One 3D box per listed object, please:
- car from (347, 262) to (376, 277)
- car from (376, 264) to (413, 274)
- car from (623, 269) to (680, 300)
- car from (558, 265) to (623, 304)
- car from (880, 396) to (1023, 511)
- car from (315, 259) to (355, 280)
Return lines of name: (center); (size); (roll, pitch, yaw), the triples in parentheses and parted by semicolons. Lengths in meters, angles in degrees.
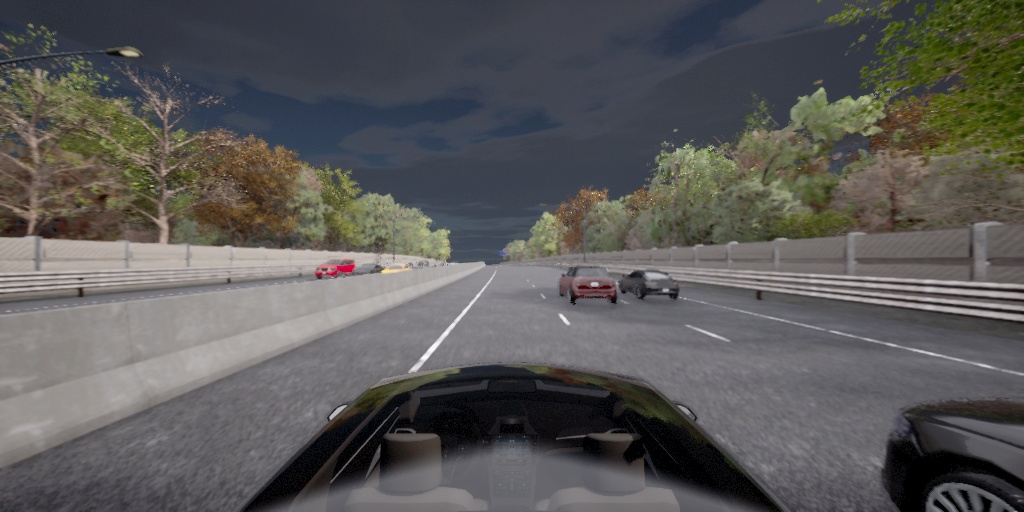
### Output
car: (-14.423, 1.574, 36.325); (1.837, 1.490, 4.892); (0, -1, -1)
car: (-10.894, 1.525, 34.282); (1.882, 1.535, 5.008); (0, -1, -1)
car: (7.011, 1.421, 18.696); (1.812, 1.442, 4.674); (0, -1, -1)
car: (3.522, 1.239, 17.462); (2.097, 1.767, 4.553); (0, -1, 0)
car: (3.593, 1.228, 0.557); (2.128, 1.511, 4.902); (0, 0, 0)
car: (-17.929, 1.299, 36.873); (2.150, 2.045, 5.566); (0, -1, -1)
